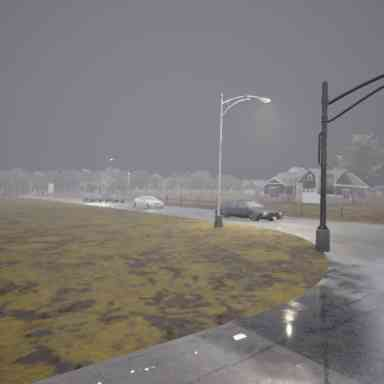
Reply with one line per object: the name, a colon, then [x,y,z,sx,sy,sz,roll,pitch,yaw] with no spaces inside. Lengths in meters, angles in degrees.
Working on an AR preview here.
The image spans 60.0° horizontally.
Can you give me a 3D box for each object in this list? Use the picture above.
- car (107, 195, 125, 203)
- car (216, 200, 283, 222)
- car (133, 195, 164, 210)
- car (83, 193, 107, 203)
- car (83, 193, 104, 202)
car: [-12.366,1.087,53.019,1.994,1.385,4.181,2,-1,-35]
car: [3.916,1.306,23.859,2.033,1.411,5.357,2,0,-34]
car: [-4.808,1.111,36.200,1.812,1.442,4.674,2,-1,-35]
car: [-15.145,0.937,50.823,1.837,1.490,4.892,2,-1,-35]
car: [-18.166,1.007,61.169,2.033,1.411,5.357,2,-1,-35]
